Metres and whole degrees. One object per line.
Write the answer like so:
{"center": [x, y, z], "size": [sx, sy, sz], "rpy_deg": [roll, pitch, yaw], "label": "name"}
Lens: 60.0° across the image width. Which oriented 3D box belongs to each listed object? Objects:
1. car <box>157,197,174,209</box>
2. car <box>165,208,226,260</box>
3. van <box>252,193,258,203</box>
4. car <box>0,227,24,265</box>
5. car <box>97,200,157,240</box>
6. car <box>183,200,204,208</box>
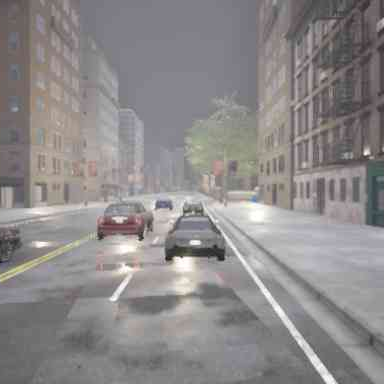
{"center": [-3.148, 1.279, 38.426], "size": [1.882, 1.535, 5.008], "rpy_deg": [0, 0, 0], "label": "car"}
{"center": [0.100, 1.499, 12.116], "size": [1.994, 1.385, 4.181], "rpy_deg": [0, 0, 0], "label": "car"}
{"center": [12.169, 1.112, 56.879], "size": [3.998, 1.788, 1.690], "rpy_deg": [0, 0, 1], "label": "van"}
{"center": [-6.558, 1.500, 8.814], "size": [2.033, 1.411, 5.357], "rpy_deg": [0, 0, 0], "label": "car"}
{"center": [-3.148, 1.265, 16.571], "size": [2.097, 1.767, 4.553], "rpy_deg": [0, 0, 0], "label": "car"}
{"center": [0.103, 1.440, 30.940], "size": [1.895, 1.301, 4.718], "rpy_deg": [0, 0, 0], "label": "car"}
